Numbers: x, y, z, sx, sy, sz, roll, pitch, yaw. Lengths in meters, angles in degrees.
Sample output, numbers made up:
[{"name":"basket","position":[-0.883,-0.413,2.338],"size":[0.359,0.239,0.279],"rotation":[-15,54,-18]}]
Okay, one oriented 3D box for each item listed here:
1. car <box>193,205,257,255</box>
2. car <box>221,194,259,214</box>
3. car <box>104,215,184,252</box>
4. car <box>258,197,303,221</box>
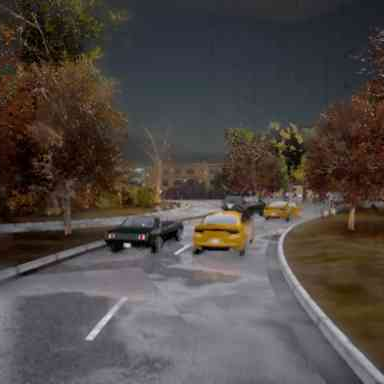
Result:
[{"name":"car","position":[1.457,1.536,13.903],"size":[1.882,1.535,5.008],"rotation":[0,0,15]},{"name":"car","position":[4.469,1.191,28.352],"size":[2.150,2.045,5.566],"rotation":[0,1,34]},{"name":"car","position":[-1.809,1.661,14.353],"size":[1.895,1.301,4.718],"rotation":[0,0,15]},{"name":"car","position":[7.465,1.439,26.955],"size":[1.882,1.535,5.008],"rotation":[0,1,34]}]
